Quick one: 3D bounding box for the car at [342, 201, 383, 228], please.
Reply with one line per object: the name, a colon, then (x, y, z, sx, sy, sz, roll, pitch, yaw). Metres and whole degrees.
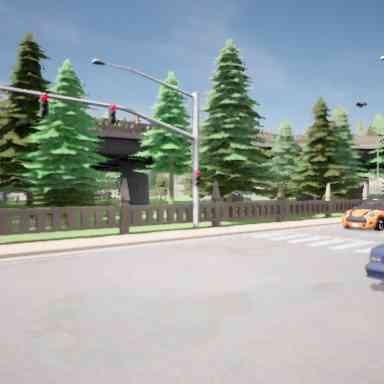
car: (11.327, 1.336, 20.618, 4.553, 1.767, 2.097, 0, 0, -35)

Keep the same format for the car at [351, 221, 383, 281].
car: (6.449, 1.516, 8.339, 5.357, 1.411, 2.033, 0, 0, -35)
